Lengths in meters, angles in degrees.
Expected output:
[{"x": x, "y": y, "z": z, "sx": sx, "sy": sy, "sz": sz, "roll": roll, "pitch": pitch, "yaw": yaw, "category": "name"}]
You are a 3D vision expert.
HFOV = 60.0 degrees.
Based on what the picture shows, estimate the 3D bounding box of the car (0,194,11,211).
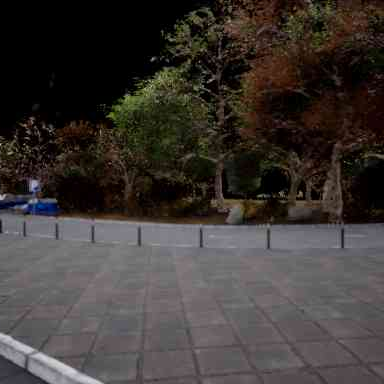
[{"x": -20.217, "y": 1.253, "z": 36.960, "sx": 2.435, "sy": 2.045, "sz": 5.566, "roll": 0, "pitch": 0, "yaw": 34, "category": "car"}]

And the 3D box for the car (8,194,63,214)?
[{"x": -15.472, "y": 1.355, "z": 33.658, "sx": 2.185, "sy": 1.767, "sz": 4.553, "roll": 1, "pitch": 0, "yaw": 34, "category": "car"}]
